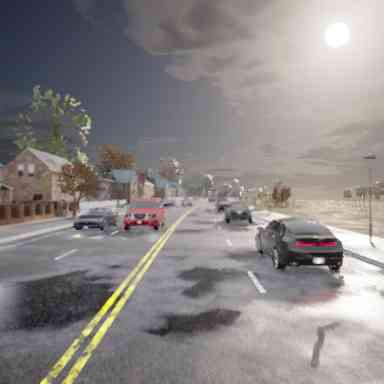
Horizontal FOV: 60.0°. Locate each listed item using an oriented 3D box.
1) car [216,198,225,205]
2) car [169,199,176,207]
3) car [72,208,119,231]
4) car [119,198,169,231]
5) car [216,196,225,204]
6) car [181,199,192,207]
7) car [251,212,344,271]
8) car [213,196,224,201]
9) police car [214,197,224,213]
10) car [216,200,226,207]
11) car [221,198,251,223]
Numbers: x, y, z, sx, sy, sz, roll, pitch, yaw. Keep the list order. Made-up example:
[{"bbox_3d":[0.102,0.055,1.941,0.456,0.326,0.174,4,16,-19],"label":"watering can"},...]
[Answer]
[{"bbox_3d":[6.556,2.239,77.009,1.882,1.535,5.008,0,-1,5],"label":"car"},{"bbox_3d":[-4.226,2.113,64.228,1.882,1.535,5.008,0,0,4],"label":"car"},{"bbox_3d":[-6.304,1.769,22.606,2.033,1.411,5.357,0,-1,1],"label":"car"},{"bbox_3d":[-3.051,1.442,22.469,2.150,2.045,5.566,0,-1,2],"label":"car"},{"bbox_3d":[7.559,2.094,87.940,2.150,2.045,5.566,0,-1,6],"label":"car"},{"bbox_3d":[-0.979,2.131,64.091,2.128,1.511,4.902,0,-1,4],"label":"car"},{"bbox_3d":[3.440,1.620,11.362,1.837,1.490,4.892,0,-1,1],"label":"car"},{"bbox_3d":[4.952,1.976,55.181,2.033,1.649,4.856,0,-1,4],"label":"car"},{"bbox_3d":[4.353,1.863,44.365,1.930,1.638,5.238,0,-1,3],"label":"police car"},{"bbox_3d":[5.691,2.253,66.129,1.895,1.301,4.718,0,-1,4],"label":"car"},{"bbox_3d":[3.812,1.630,28.130,2.097,1.767,4.553,0,-1,3],"label":"car"}]
